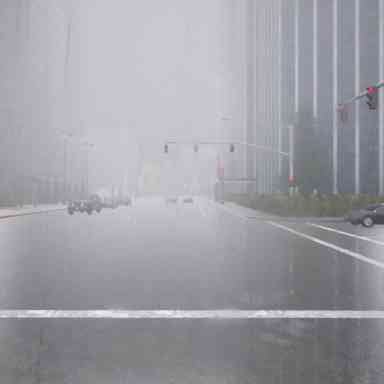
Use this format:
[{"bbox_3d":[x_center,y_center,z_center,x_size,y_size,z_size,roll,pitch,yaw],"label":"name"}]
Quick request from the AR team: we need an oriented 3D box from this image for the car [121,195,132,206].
[{"bbox_3d":[-11.250,1.352,54.511,2.097,1.767,4.553,0,0,-1],"label":"car"}]

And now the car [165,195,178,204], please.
[{"bbox_3d":[-4.140,1.526,65.010,1.812,1.442,4.674,0,0,0],"label":"car"}]

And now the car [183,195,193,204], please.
[{"bbox_3d":[-0.753,1.526,65.229,1.812,1.442,4.674,0,0,0],"label":"car"}]

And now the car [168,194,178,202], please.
[{"bbox_3d":[-4.335,1.355,75.241,2.097,1.767,4.553,0,0,0],"label":"car"}]

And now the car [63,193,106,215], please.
[{"bbox_3d":[-11.090,1.221,34.776,2.150,2.045,5.566,0,0,-1],"label":"car"}]

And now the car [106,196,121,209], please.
[{"bbox_3d":[-11.176,1.564,44.305,1.994,1.385,4.181,0,0,-1],"label":"car"}]

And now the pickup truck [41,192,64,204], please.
[{"bbox_3d":[-24.330,1.059,59.926,2.390,2.098,6.274,0,0,30],"label":"pickup truck"}]

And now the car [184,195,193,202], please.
[{"bbox_3d":[-0.840,1.387,75.480,1.882,1.535,5.008,0,0,0],"label":"car"}]

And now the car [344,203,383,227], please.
[{"bbox_3d":[12.630,1.505,21.969,4.892,1.490,1.837,0,0,0],"label":"car"}]
